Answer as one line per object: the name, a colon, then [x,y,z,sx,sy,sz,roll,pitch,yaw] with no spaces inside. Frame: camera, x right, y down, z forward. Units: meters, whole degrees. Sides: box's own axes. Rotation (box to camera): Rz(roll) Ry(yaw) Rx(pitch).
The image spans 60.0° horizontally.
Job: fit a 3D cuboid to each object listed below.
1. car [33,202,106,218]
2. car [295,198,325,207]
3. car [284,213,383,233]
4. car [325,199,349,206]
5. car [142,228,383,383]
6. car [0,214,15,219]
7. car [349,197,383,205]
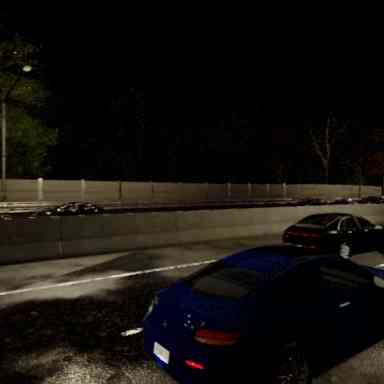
car: [-8.623,1.503,23.636,4.892,1.490,1.837,0,0,-35]
car: [16.605,1.563,45.914,5.357,1.411,2.033,0,0,-35]
car: [5.303,1.503,11.832,4.892,1.490,1.837,0,0,-36]
car: [20.162,1.582,44.154,4.181,1.385,1.994,0,0,-35]
car: [1.552,1.525,4.855,4.674,1.442,1.812,0,0,-35]
car: [-10.100,1.491,13.984,4.902,1.511,2.128,0,0,-35]
car: [21.973,1.368,41.148,4.553,1.767,2.097,0,0,-35]
